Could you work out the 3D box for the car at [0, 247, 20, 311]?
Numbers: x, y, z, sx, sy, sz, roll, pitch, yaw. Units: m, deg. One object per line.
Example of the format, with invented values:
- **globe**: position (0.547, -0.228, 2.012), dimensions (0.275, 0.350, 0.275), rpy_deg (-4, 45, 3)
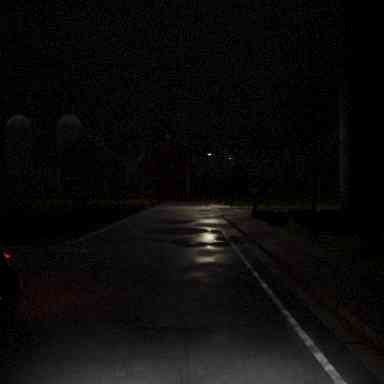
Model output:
- **car**: position (-5.451, 1.347, 5.347), dimensions (2.097, 1.767, 4.553), rpy_deg (0, 0, 43)
